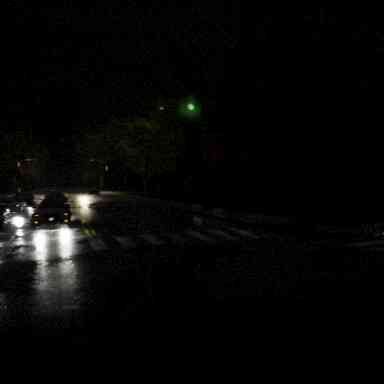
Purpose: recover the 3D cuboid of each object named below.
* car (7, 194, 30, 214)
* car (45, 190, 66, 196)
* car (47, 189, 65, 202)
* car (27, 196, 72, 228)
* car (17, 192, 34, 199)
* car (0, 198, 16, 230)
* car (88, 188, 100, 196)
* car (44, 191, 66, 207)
[{"bbox_3d":[-14.772,1.099,27.206,1.895,1.301,4.718,-2,2,-22],"label":"car"},{"bbox_3d":[-11.378,0.902,27.457,1.882,1.535,5.008,-2,2,-22],"label":"car"},{"bbox_3d":[-19.080,0.462,46.826,2.128,1.511,4.902,-2,2,-21],"label":"car"},{"bbox_3d":[-8.047,1.182,19.137,1.994,1.385,4.181,-2,2,-21],"label":"car"},{"bbox_3d":[-18.659,0.748,36.944,1.882,1.535,5.008,-2,2,-21],"label":"car"},{"bbox_3d":[-11.126,1.276,18.074,1.994,1.385,4.181,-2,2,-22],"label":"car"},{"bbox_3d":[-19.402,-0.081,65.508,1.812,1.442,4.674,-2,1,-22],"label":"car"},{"bbox_3d":[-15.178,0.693,36.961,2.128,1.511,4.902,-2,2,-22],"label":"car"}]
